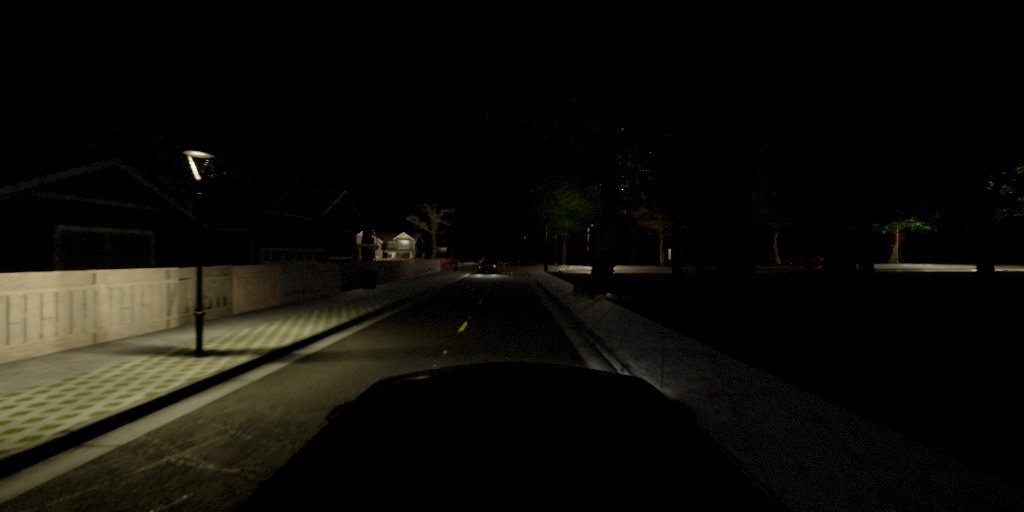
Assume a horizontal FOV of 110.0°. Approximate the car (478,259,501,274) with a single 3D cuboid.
[{"bbox_3d":[-2.766,1.169,42.013,2.097,1.767,4.553,0,0,0],"label":"car"}]
